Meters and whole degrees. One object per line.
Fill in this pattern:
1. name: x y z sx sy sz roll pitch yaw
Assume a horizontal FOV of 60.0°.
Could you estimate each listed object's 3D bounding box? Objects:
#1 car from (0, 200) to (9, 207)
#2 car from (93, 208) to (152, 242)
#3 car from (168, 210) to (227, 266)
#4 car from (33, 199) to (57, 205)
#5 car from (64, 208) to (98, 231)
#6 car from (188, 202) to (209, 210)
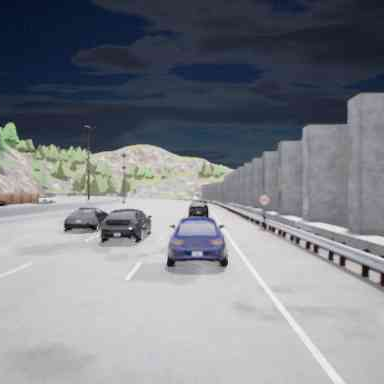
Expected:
1. car: -27.279 1.742 45.776 1.882 1.535 5.008 0 -1 0
2. car: -3.211 1.604 16.903 1.837 1.490 4.892 0 0 1
3. car: 0.189 1.593 11.704 1.812 1.442 4.674 0 0 1
4. car: -20.273 1.785 46.153 2.128 1.511 4.902 0 0 0
5. car: -6.608 1.687 21.462 1.994 1.385 4.181 0 0 1
6. car: 0.636 1.659 31.774 1.882 1.535 5.008 0 0 1
